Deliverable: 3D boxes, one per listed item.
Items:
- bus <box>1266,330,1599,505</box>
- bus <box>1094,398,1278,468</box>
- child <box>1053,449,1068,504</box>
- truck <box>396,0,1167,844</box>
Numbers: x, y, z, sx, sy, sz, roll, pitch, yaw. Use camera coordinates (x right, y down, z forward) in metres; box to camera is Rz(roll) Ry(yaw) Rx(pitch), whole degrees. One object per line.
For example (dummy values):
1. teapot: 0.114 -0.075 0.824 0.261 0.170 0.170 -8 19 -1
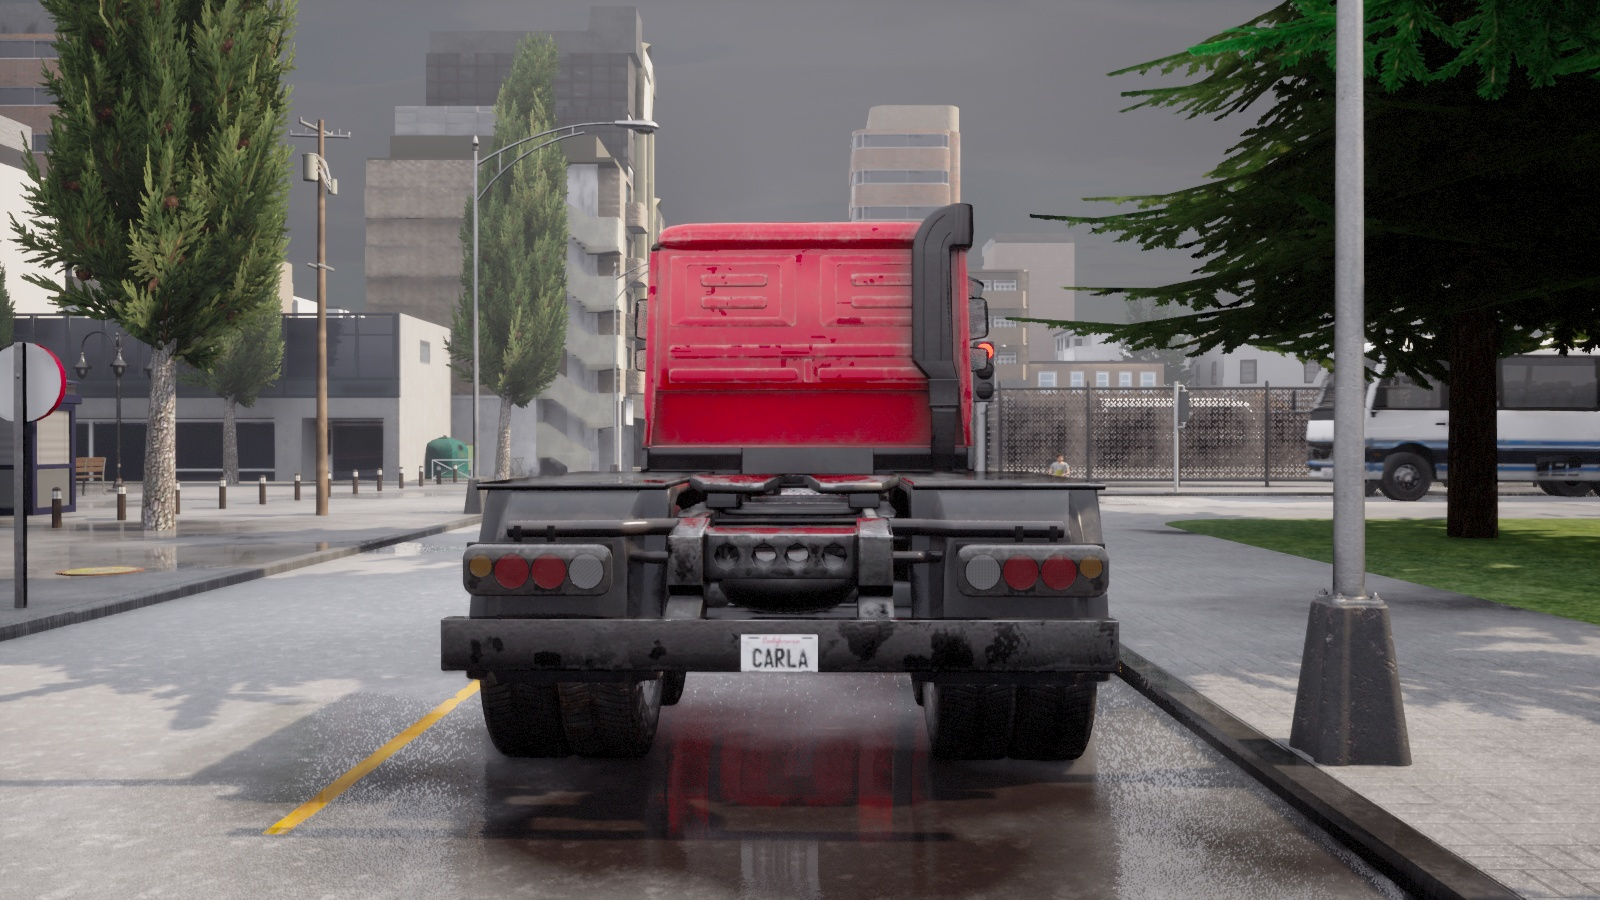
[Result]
1. bus: 18.118 -0.801 32.933 10.273 4.253 3.944 1 0 -1
2. bus: 23.857 -1.052 78.208 10.273 4.253 3.944 0 0 2
3. child: 6.040 0.606 29.128 0.270 1.263 0.437 0 0 0
4. truck: 0.020 -0.284 8.679 2.891 3.462 7.936 0 0 1
